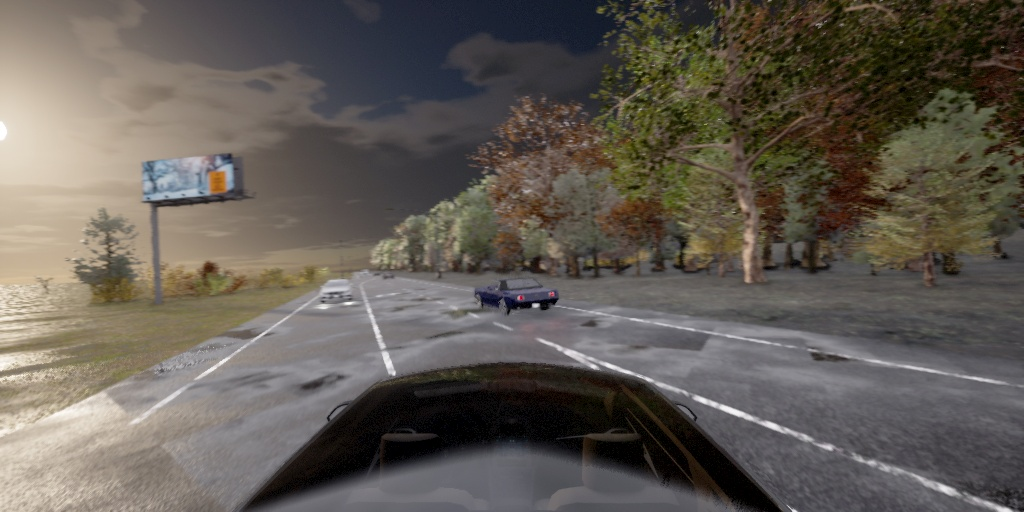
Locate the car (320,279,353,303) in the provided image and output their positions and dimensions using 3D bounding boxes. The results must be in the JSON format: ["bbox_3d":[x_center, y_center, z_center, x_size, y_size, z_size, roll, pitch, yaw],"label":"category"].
[{"bbox_3d":[-12.047,2.346,24.772,1.812,1.442,4.674,-3,-1,-24],"label":"car"}]

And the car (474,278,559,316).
[{"bbox_3d":[-0.043,1.534,14.659,1.895,1.301,4.718,-3,-1,-24],"label":"car"}]
